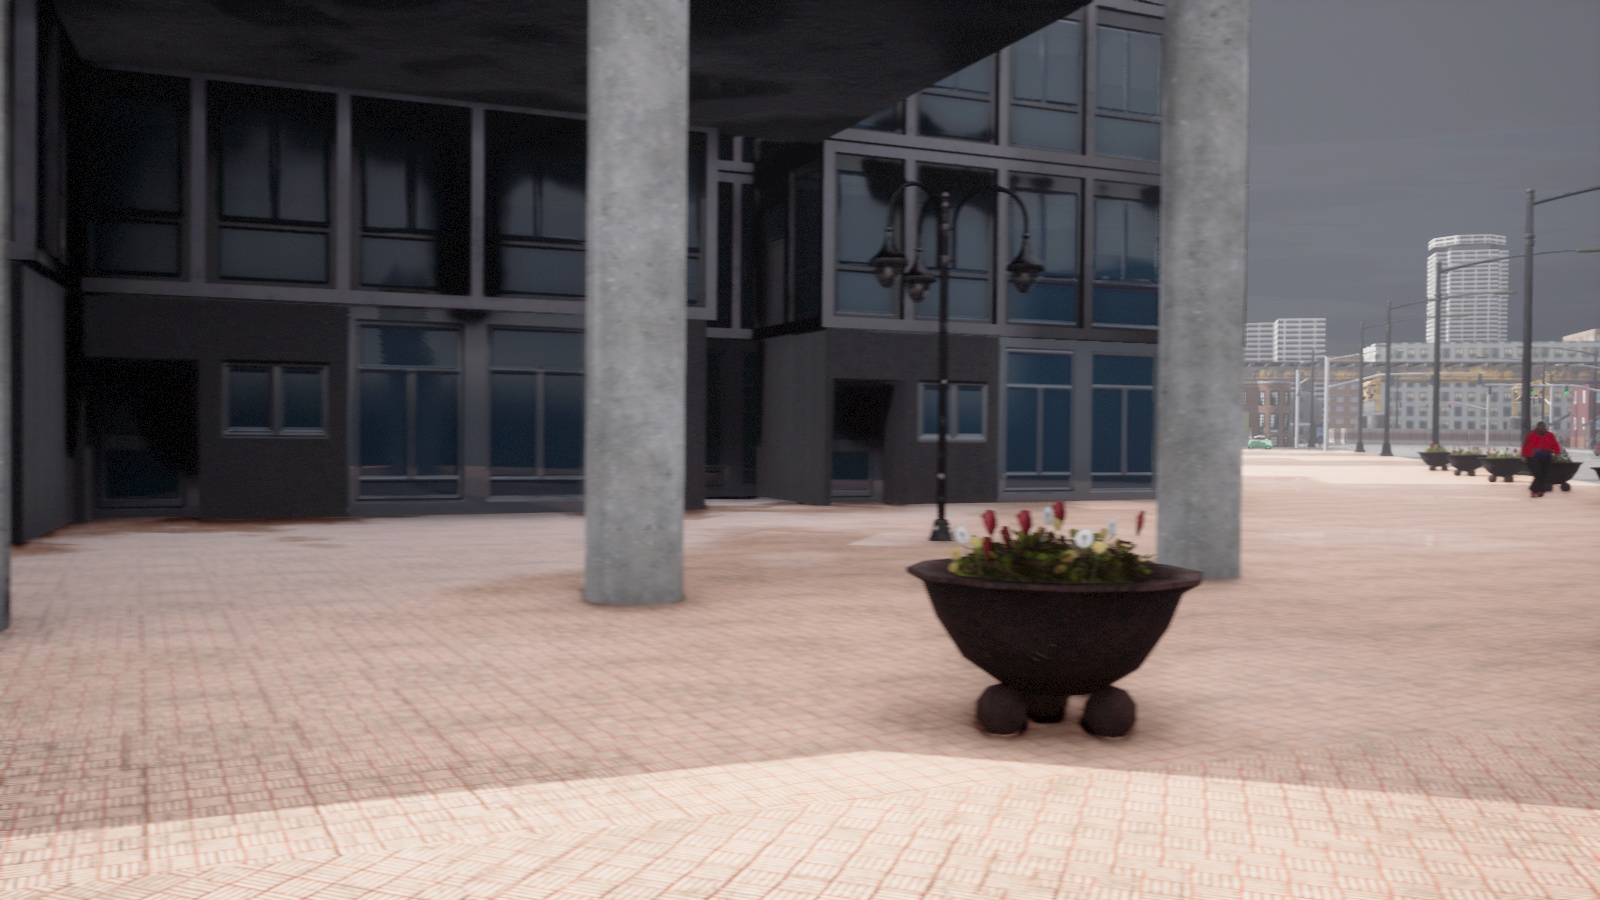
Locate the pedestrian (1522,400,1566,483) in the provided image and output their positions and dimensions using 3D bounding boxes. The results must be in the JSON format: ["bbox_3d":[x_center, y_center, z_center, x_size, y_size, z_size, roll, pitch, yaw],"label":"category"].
[{"bbox_3d":[16.784,-0.195,28.342,0.634,1.844,0.899,0,1,14],"label":"pedestrian"}]
